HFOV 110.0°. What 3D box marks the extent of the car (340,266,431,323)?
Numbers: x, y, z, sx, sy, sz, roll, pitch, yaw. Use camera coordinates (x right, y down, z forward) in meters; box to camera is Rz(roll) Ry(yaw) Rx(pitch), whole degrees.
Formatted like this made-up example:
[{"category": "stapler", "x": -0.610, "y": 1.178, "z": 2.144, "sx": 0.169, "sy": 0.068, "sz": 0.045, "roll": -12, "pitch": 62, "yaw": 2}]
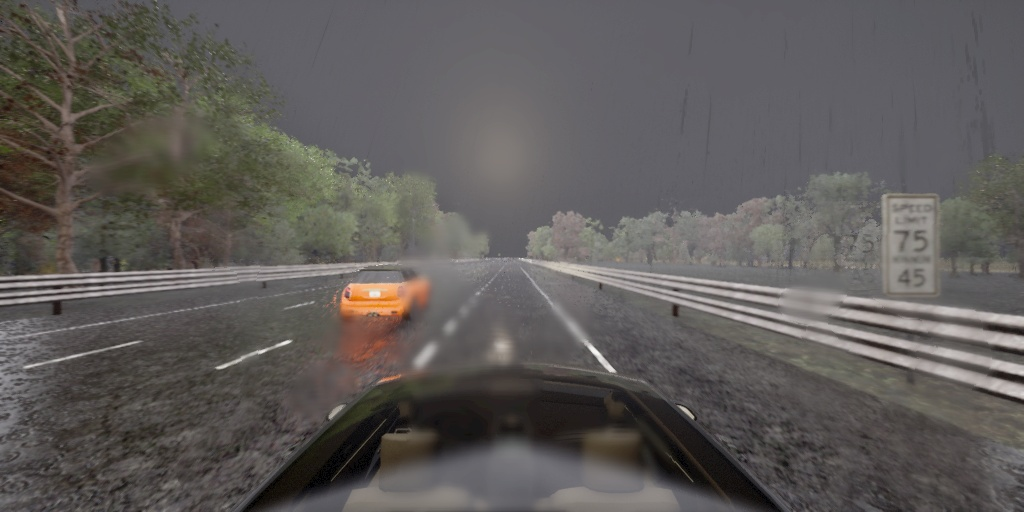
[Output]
[{"category": "car", "x": -4.123, "y": 1.127, "z": 12.461, "sx": 2.097, "sy": 1.767, "sz": 4.553, "roll": 0, "pitch": 0, "yaw": -4}]
